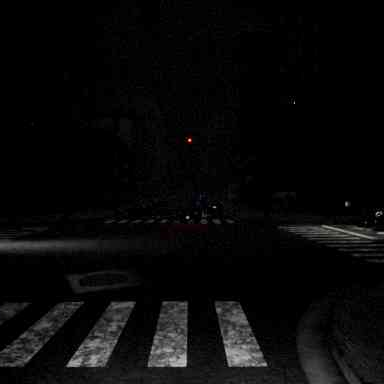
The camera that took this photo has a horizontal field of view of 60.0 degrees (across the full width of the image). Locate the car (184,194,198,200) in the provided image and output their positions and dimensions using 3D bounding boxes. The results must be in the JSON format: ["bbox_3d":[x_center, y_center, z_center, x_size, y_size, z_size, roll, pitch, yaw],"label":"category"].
[{"bbox_3d":[-0.163,1.601,63.265,1.837,1.490,4.892,0,0,0],"label":"car"}]

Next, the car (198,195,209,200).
[{"bbox_3d":[2.359,1.637,52.623,1.947,1.339,4.313,0,0,0],"label":"car"}]

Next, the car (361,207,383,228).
[{"bbox_3d":[13.001,1.304,20.607,4.553,1.767,2.097,0,0,0],"label":"car"}]

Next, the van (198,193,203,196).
[{"bbox_3d":[2.366,1.424,58.134,1.690,1.788,3.998,0,0,0],"label":"van"}]

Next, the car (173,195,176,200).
[{"bbox_3d":[-5.630,1.694,80.186,2.008,1.369,4.403,0,0,0],"label":"car"}]

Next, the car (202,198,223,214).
[{"bbox_3d":[2.338,1.606,36.090,1.947,1.339,4.313,0,0,0],"label":"car"}]

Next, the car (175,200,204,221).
[{"bbox_3d":[-0.224,1.627,27.345,1.895,1.301,4.718,0,0,3],"label":"car"}]

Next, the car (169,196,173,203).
[{"bbox_3d":[-5.645,1.552,69.165,1.967,1.590,4.097,0,0,0],"label":"car"}]

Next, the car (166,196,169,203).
[{"bbox_3d":[-5.658,1.634,58.143,2.008,1.369,4.403,0,0,0],"label":"car"}]

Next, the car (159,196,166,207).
[{"bbox_3d":[-5.665,1.653,52.633,1.802,1.307,4.206,0,0,0],"label":"car"}]

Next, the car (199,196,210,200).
[{"bbox_3d":[2.352,1.641,47.112,1.802,1.307,4.206,0,0,0],"label":"car"}]

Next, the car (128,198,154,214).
[{"bbox_3d":[-5.687,1.480,36.101,1.967,1.590,4.097,0,0,0],"label":"car"}]

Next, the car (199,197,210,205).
[{"bbox_3d":[2.373,1.647,63.644,2.008,1.369,4.403,0,0,0],"label":"car"}]

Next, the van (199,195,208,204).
[{"bbox_3d":[2.380,1.453,69.155,1.690,1.788,3.998,0,0,0],"label":"van"}]

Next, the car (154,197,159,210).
[{"bbox_3d":[-5.679,1.489,41.612,1.967,1.590,4.097,0,0,0],"label":"car"}]
